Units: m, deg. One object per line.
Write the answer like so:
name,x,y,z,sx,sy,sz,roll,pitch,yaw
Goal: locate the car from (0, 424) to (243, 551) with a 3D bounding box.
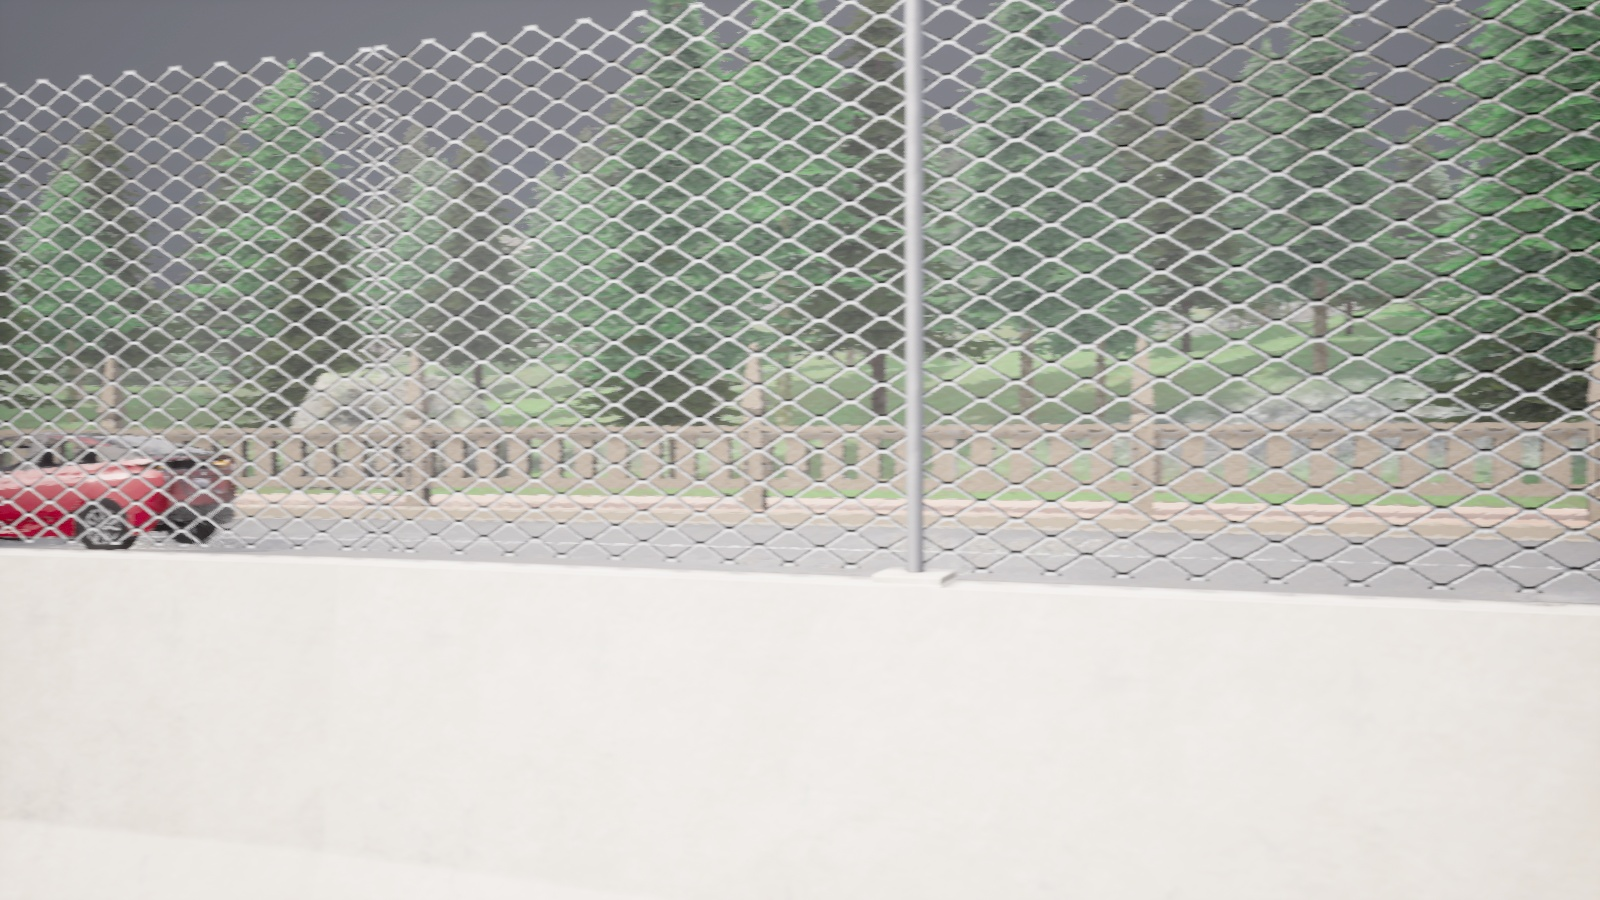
car,-9.950,0.418,16.431,4.514,1.525,2.007,0,1,11
